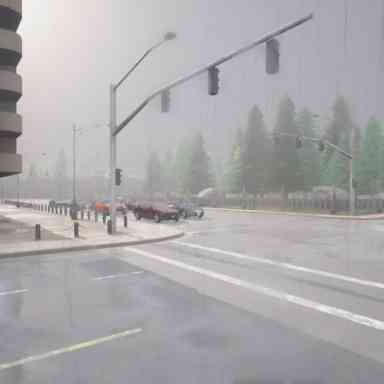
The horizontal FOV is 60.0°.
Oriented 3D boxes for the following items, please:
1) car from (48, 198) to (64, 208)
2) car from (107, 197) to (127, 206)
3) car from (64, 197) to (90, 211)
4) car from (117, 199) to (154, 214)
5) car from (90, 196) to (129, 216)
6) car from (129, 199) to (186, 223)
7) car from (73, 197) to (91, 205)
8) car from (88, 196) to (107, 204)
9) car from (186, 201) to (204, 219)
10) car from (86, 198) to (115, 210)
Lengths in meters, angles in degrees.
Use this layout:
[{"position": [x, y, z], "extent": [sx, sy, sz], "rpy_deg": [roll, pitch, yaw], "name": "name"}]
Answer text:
[{"position": [-20.040, 1.602, 49.838], "extent": [2.033, 1.411, 5.357], "rpy_deg": [0, 0, -36], "name": "car"}, {"position": [-13.245, 1.581, 58.590], "extent": [1.812, 1.442, 4.674], "rpy_deg": [0, 0, -36], "name": "car"}, {"position": [-13.770, 1.547, 41.287], "extent": [2.128, 1.511, 4.902], "rpy_deg": [0, 0, -36], "name": "car"}, {"position": [-6.407, 1.547, 37.203], "extent": [2.128, 1.511, 4.902], "rpy_deg": [0, 0, -36], "name": "car"}, {"position": [-8.343, 1.407, 33.925], "extent": [2.097, 1.767, 4.553], "rpy_deg": [0, 0, -36], "name": "car"}, {"position": [-2.876, 1.533, 26.530], "extent": [1.882, 1.535, 5.008], "rpy_deg": [0, 0, -36], "name": "car"}, {"position": [-20.823, 1.656, 62.939], "extent": [1.895, 1.301, 4.718], "rpy_deg": [0, 0, -36], "name": "car"}, {"position": [-18.755, 1.546, 66.031], "extent": [2.128, 1.511, 4.902], "rpy_deg": [0, 0, -36], "name": "car"}, {"position": [-0.891, 1.546, 29.735], "extent": [2.128, 1.511, 4.902], "rpy_deg": [0, 0, -36], "name": "car"}, {"position": [-12.572, 1.602, 45.560], "extent": [2.033, 1.411, 5.357], "rpy_deg": [0, 0, -36], "name": "car"}]
